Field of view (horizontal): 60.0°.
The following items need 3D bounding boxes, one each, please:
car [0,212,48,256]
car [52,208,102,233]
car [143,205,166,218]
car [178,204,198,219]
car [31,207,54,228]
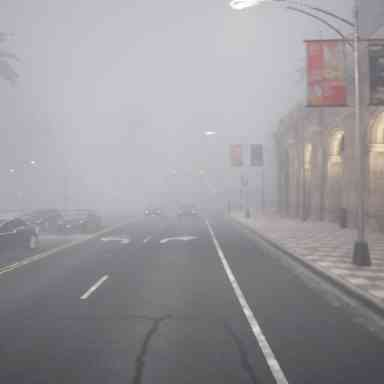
[{"bbox_3d":[-7.729,1.775,12.903,1.837,1.490,4.892,-1,-1,1],"label":"car"},{"bbox_3d":[-7.596,1.890,22.961,1.812,1.442,4.674,-1,-1,1],"label":"car"},{"bbox_3d":[-3.806,2.011,34.859,1.895,1.301,4.718,-1,-1,1],"label":"car"},{"bbox_3d":[-0.343,1.881,33.415,2.033,1.411,5.357,-1,-1,2],"label":"car"},{"bbox_3d":[-11.064,1.949,24.796,1.837,1.490,4.892,-1,-1,1],"label":"car"}]
